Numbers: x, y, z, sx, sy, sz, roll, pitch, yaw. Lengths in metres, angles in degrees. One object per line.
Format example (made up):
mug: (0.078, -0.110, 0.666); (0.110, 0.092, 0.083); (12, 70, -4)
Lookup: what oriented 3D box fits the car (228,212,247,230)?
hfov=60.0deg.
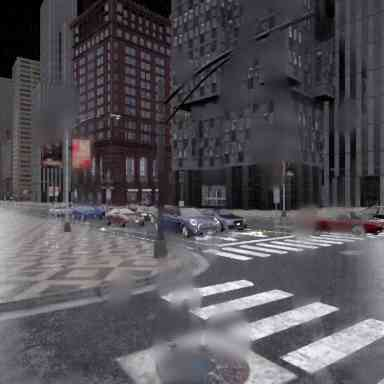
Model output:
car: (1.734, 1.861, 22.344); (1.994, 1.385, 4.181); (0, -1, -36)

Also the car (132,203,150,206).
car: (-3.447, 1.969, 29.561); (1.837, 1.490, 4.892); (0, -1, -35)

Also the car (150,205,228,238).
car: (-0.340, 1.636, 19.625); (2.097, 1.767, 4.553); (0, -1, -35)

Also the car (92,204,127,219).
car: (-9.510, 2.153, 38.015); (2.128, 1.511, 4.902); (0, -1, -36)

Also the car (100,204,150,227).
car: (-5.491, 1.976, 26.839); (1.812, 1.442, 4.674); (0, -1, -36)

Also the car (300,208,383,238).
car: (8.535, 1.743, 18.770); (1.895, 1.301, 4.718); (0, -2, -36)

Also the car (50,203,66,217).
car: (-16.656, 2.417, 42.448); (1.895, 1.301, 4.718); (0, -1, -35)

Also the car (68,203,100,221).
car: (-10.886, 2.103, 34.357); (1.882, 1.535, 5.008); (0, -1, -36)

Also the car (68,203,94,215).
car: (-15.548, 2.352, 46.507); (2.128, 1.511, 4.902); (0, -1, -35)

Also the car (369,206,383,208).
car: (11.438, 1.594, 20.323); (1.882, 1.535, 5.008); (0, -2, -36)
